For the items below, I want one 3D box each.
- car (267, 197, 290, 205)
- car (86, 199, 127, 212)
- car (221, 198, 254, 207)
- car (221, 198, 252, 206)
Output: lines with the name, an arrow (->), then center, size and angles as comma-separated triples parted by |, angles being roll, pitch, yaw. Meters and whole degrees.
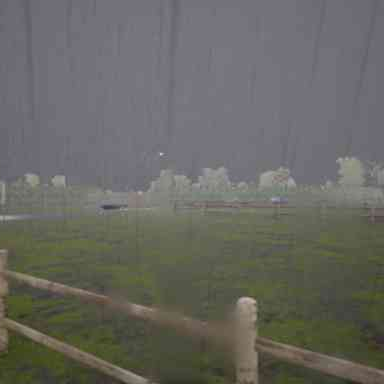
car -> 14.642, 1.651, 56.501 | 4.674, 1.442, 1.812 | 0, 0, -36
car -> -10.168, 1.600, 39.841 | 4.902, 1.511, 2.128 | 0, 0, -42
car -> 7.519, 1.661, 54.623 | 5.357, 1.411, 2.033 | 0, 0, -37
car -> 6.764, 1.723, 50.427 | 4.718, 1.301, 1.895 | 0, 0, -38
